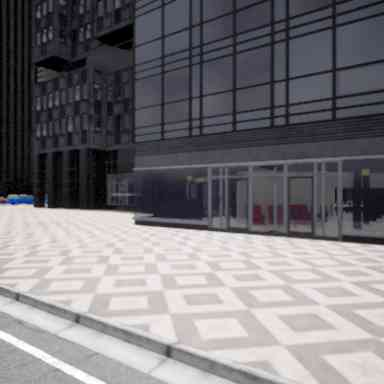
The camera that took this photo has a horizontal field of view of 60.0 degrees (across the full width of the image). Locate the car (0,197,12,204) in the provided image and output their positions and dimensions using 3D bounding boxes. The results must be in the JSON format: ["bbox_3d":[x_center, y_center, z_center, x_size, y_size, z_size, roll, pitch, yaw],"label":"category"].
[{"bbox_3d":[-34.731,1.537,59.277,1.802,1.307,4.206,0,0,35],"label":"car"}]

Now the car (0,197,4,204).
[{"bbox_3d":[-31.086,1.566,49.706,1.802,1.307,4.206,0,0,35],"label":"car"}]

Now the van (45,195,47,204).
[{"bbox_3d":[-24.492,1.319,58.950,1.690,1.788,3.998,0,0,35],"label":"van"}]

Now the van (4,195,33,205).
[{"bbox_3d":[-27.788,1.321,54.328,1.690,1.788,3.998,0,0,35],"label":"van"}]
